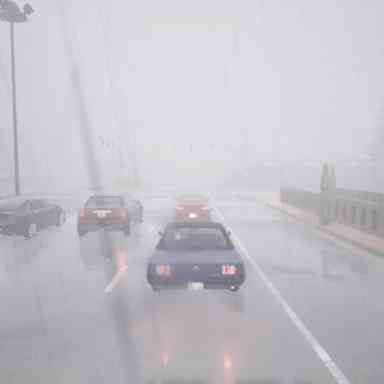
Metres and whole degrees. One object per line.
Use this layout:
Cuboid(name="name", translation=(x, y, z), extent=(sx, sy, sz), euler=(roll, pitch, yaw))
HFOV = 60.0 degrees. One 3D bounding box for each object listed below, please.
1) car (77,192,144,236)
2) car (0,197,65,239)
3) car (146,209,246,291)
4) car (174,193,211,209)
Cuboid(name="car", translation=(-3.466, 0.757, 14.876), extent=(2.097, 1.767, 4.553), euler=(0, 4, 0))
Cuboid(name="car", translation=(-6.962, 0.967, 13.988), extent=(1.837, 1.490, 4.892), euler=(0, 4, 0))
Cuboid(name="car", translation=(0.068, 1.374, 8.399), extent=(1.895, 1.301, 4.718), euler=(0, 3, 0))
Cuboid(name="car", translation=(0.022, 0.764, 17.481), extent=(1.812, 1.442, 4.674), euler=(0, 4, 0))
